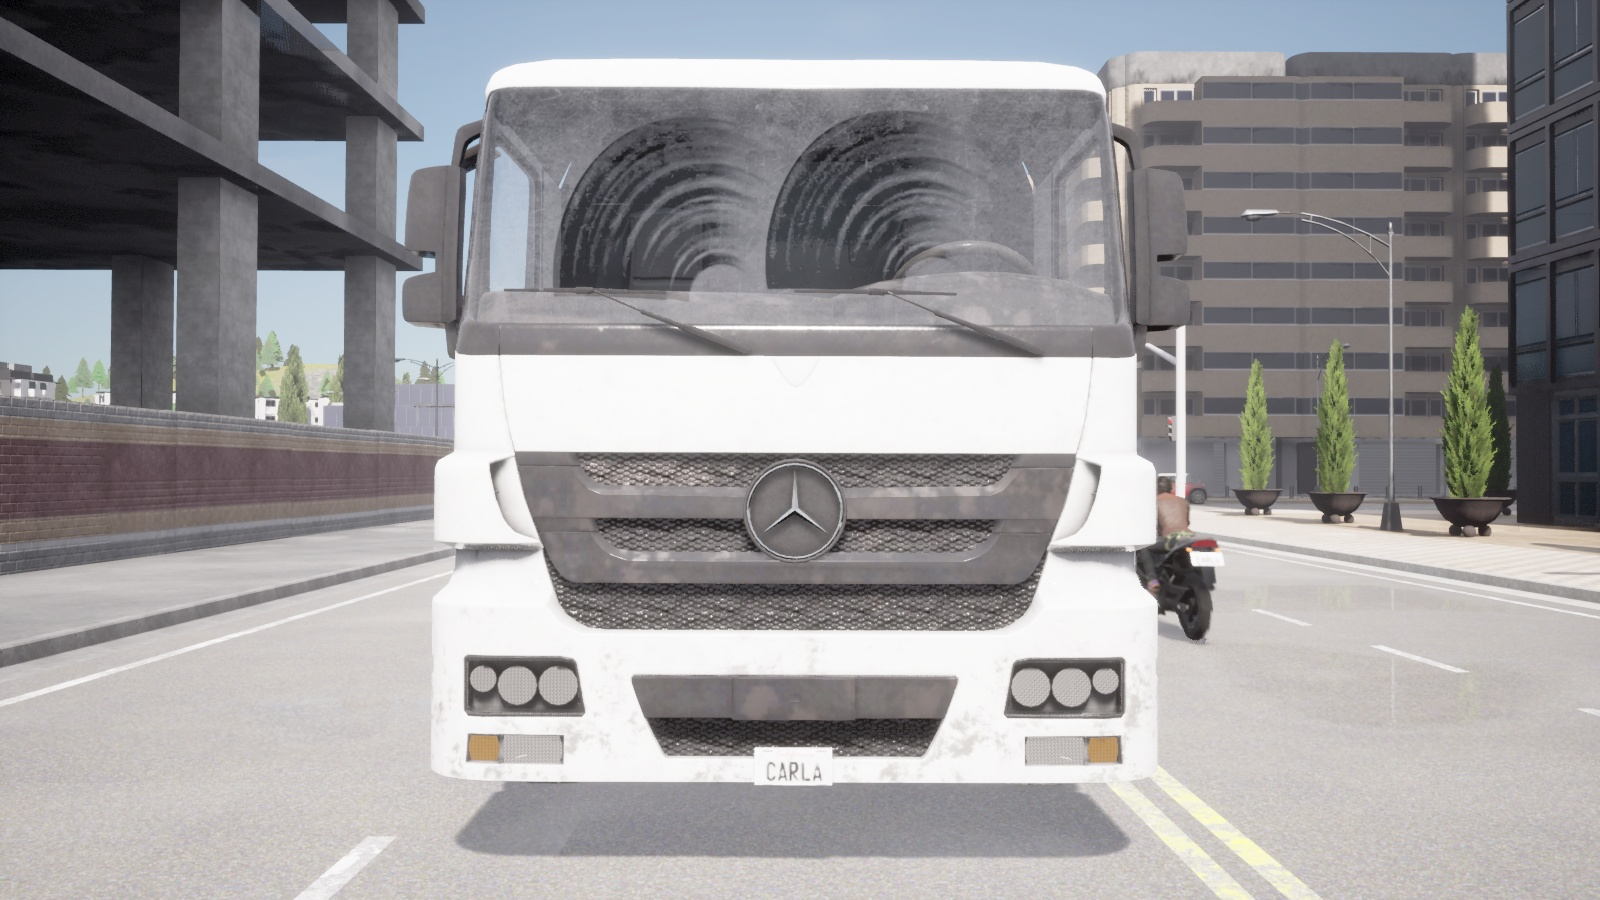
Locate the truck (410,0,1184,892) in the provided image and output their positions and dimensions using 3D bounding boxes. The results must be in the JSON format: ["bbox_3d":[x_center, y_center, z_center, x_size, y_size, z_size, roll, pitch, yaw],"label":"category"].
[{"bbox_3d":[-0.027,-0.022,8.684,2.891,3.462,7.936,0,-1,0],"label":"truck"}]

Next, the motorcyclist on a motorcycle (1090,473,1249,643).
[{"bbox_3d":[3.569,0.989,12.339,0.797,1.523,2.044,0,-1,-5],"label":"motorcyclist on a motorcycle"}]

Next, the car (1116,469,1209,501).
[{"bbox_3d":[17.091,1.650,59.349,3.806,1.475,1.970,0,-1,-1],"label":"car"}]
